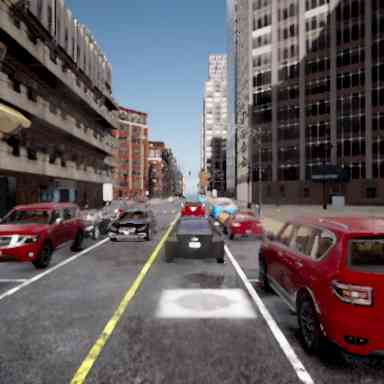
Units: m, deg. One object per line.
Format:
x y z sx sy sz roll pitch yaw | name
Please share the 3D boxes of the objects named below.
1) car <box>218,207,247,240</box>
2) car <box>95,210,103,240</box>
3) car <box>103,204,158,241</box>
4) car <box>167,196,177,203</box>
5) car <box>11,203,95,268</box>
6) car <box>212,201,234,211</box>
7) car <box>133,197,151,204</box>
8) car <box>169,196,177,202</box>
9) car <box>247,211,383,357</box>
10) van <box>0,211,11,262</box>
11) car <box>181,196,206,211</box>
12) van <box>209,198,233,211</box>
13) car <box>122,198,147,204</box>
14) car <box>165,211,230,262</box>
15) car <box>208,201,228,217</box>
2.572 1.638 17.132 1.802 1.307 4.206 0 0 0 | car
-5.308 1.607 17.126 2.008 1.369 4.403 0 0 0 | car
-2.845 1.560 16.950 1.837 1.490 4.892 0 0 0 | car
-5.301 1.903 82.563 1.752 1.417 4.829 0 0 0 | car
-5.307 1.352 11.590 2.192 1.841 5.009 0 0 0 | car
2.573 1.602 22.838 1.752 1.417 4.829 0 0 0 | car
-5.305 1.436 33.733 2.192 1.841 5.009 0 0 0 | car
-5.300 1.892 93.839 1.967 1.590 4.097 0 0 0 | car
2.573 1.335 6.060 2.192 1.841 5.009 0 0 0 | car
-5.308 1.361 6.053 1.690 1.788 3.998 0 0 0 | van
0.097 1.454 29.219 2.097 1.767 4.553 0 0 0 | car
2.575 1.439 28.202 1.690 1.788 3.998 0 0 0 | van
-5.306 1.538 28.197 1.967 1.590 4.097 0 0 0 | car
0.091 1.604 12.260 1.994 1.385 4.181 0 0 0 | car
2.574 1.648 33.908 1.752 1.417 4.829 0 0 0 | car
